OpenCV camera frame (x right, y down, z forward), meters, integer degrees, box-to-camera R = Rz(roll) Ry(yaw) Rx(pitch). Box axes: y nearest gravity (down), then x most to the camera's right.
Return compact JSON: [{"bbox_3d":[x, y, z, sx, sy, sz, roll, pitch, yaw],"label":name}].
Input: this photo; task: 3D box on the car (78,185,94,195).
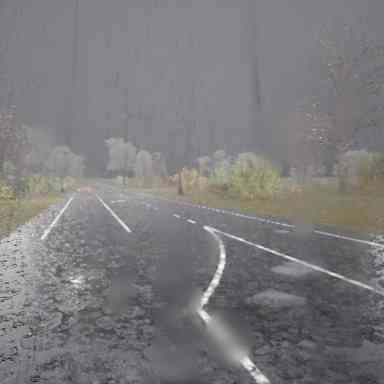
[{"bbox_3d":[-18.009,-0.399,55.870,2.097,1.767,4.553,-2,2,-17],"label":"car"}]
